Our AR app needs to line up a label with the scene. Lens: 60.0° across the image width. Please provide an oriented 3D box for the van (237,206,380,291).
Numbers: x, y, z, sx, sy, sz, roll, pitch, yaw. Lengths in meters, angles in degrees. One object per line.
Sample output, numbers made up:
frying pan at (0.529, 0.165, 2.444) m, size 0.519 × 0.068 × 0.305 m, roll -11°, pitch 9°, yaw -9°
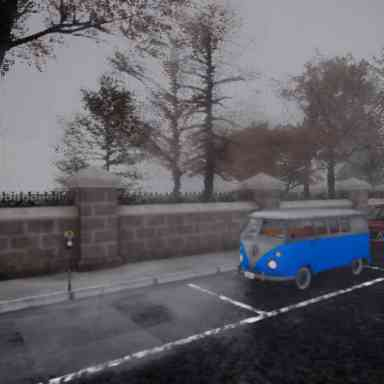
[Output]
van at (3.003, 1.349, 8.711) m, size 3.998 × 1.788 × 1.690 m, roll 0°, pitch 0°, yaw -36°

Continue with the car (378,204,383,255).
car at (7.508, 1.330, 11.929) m, size 5.009 × 1.841 × 2.192 m, roll 0°, pitch 0°, yaw -36°
